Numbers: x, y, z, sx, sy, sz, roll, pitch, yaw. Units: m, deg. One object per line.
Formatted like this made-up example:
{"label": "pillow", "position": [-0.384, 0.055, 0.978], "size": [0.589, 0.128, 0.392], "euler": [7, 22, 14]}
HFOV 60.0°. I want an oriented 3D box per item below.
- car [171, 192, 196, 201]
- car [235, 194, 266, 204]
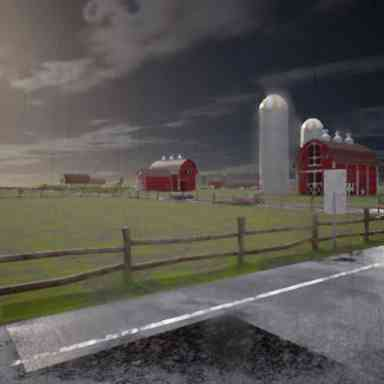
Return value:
{"label": "car", "position": [-1.510, 0.669, 54.607], "size": [2.033, 1.411, 5.357], "euler": [-1, 2, -35]}
{"label": "car", "position": [7.380, 0.928, 42.284], "size": [1.994, 1.385, 4.181], "euler": [-1, 2, -36]}
